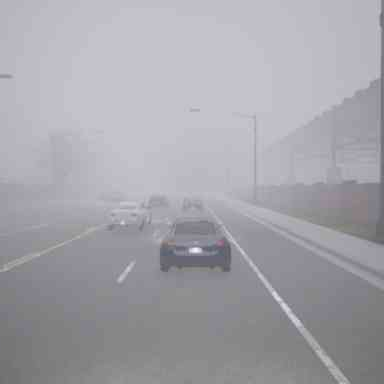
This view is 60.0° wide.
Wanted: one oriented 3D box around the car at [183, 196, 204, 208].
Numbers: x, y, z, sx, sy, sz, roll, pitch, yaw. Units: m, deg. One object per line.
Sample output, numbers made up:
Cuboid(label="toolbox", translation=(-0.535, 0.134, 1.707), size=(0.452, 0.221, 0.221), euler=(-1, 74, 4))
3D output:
Cuboid(label="car", translation=(0.099, 1.071, 31.644), size=(1.895, 1.301, 4.718), euler=(0, 1, 0))

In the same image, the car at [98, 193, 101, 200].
Cuboid(label="car", translation=(-14.051, 0.503, 54.968), size=(1.882, 1.535, 5.008), euler=(0, 1, 1))

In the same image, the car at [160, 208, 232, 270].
Cuboid(label="car", translation=(0.096, 1.433, 10.531), size=(1.994, 1.385, 4.181), euler=(0, 1, 0))

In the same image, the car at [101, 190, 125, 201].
Cuboid(label="car", translation=(-10.582, 0.550, 45.871), size=(2.097, 1.767, 4.553), euler=(0, 1, 0))

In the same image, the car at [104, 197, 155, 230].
Cuboid(label="car", translation=(-3.402, 1.246, 18.642), size=(1.812, 1.442, 4.674), euler=(0, 1, 0))

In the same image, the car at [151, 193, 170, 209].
Cuboid(label="car", translation=(-3.402, 0.886, 34.935), size=(1.882, 1.535, 5.008), euler=(0, 1, 0))
